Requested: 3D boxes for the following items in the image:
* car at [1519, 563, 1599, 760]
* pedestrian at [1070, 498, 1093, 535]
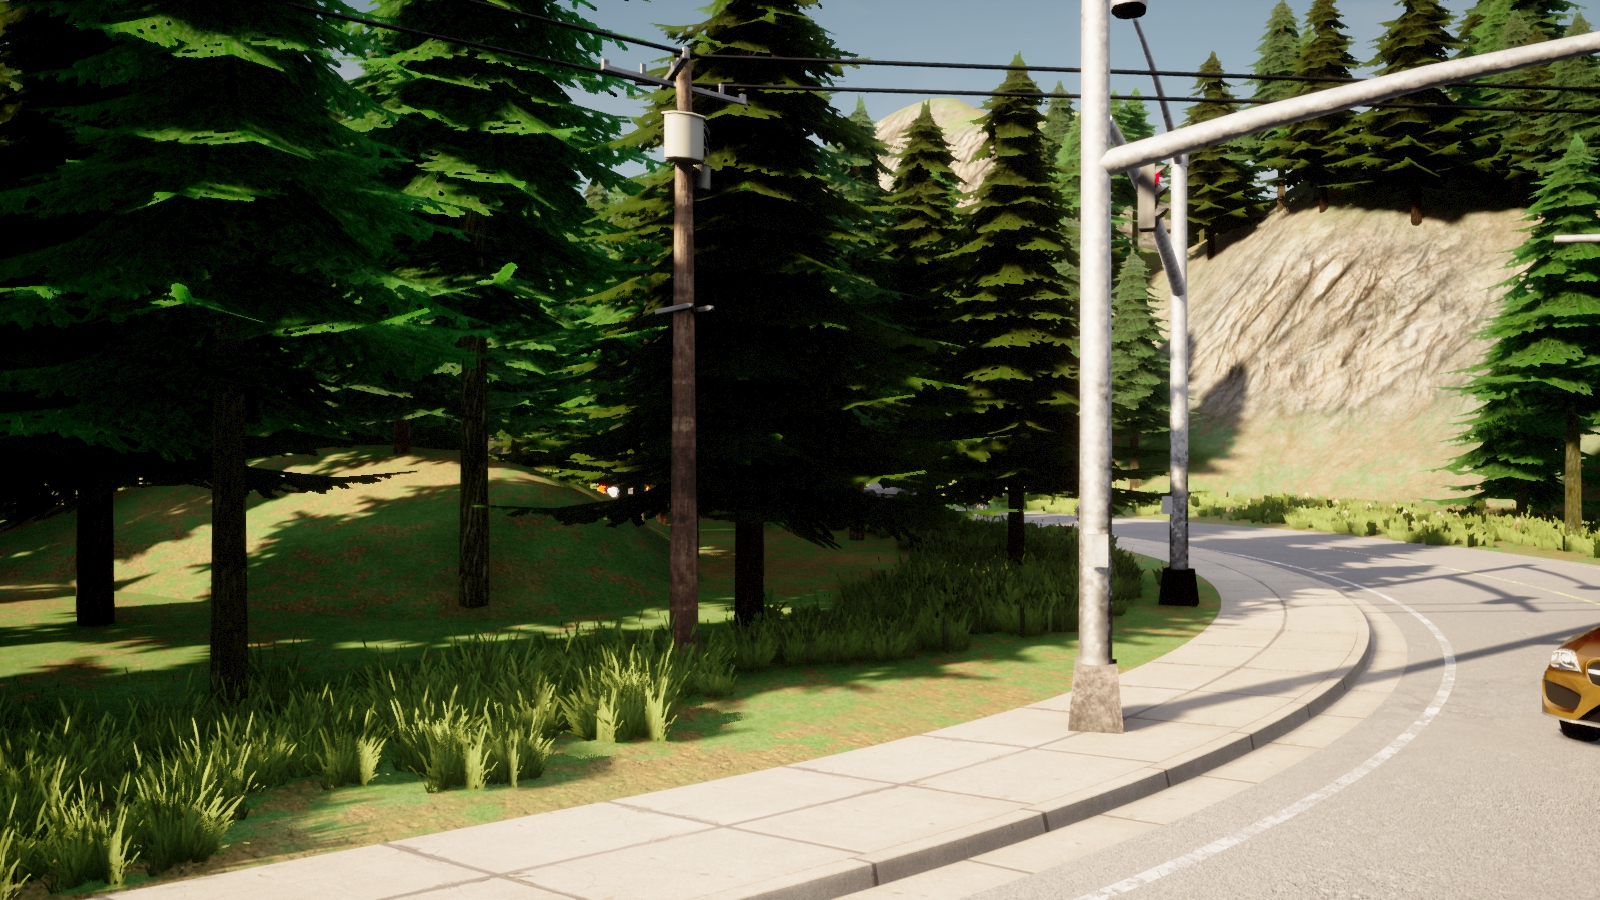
[{"bbox_3d":[9.577,1.970,11.147,5.027,1.651,2.152,0,0,-29],"label":"car"},{"bbox_3d":[8.724,2.049,35.429,0.500,1.100,0.500,0,0,-15],"label":"pedestrian"}]
